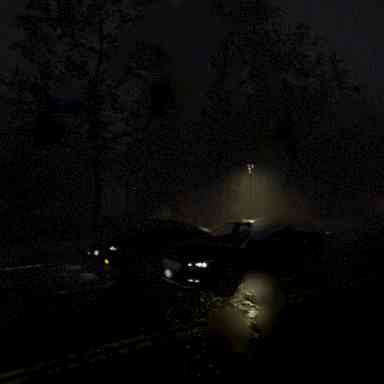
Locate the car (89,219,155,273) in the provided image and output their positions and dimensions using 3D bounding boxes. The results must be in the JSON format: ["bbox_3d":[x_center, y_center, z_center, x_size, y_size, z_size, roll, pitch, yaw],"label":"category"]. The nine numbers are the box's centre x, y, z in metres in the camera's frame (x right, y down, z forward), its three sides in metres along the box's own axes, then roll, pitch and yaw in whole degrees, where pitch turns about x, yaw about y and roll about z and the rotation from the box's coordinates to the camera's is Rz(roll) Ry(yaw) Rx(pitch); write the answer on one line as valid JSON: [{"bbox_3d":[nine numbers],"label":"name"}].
[{"bbox_3d":[-1.147,1.582,10.832,4.181,1.385,1.994,0,0,-35],"label":"car"}]

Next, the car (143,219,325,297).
[{"bbox_3d":[1.478,1.514,8.708,4.902,1.511,2.128,0,0,-35],"label":"car"}]
